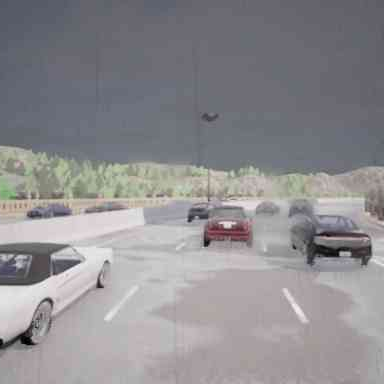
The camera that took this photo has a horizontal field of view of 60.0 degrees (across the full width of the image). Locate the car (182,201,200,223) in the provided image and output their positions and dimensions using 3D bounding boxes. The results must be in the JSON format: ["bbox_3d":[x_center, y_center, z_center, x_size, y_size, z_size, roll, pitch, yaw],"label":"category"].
[{"bbox_3d":[1.068,1.630,26.809,1.837,1.490,4.892,0,0,18],"label":"car"}]

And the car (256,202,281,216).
[{"bbox_3d":[8.270,1.752,35.918,2.033,1.411,5.357,0,0,25],"label":"car"}]

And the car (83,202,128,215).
[{"bbox_3d":[-8.313,1.682,32.628,2.033,1.411,5.357,0,0,19],"label":"car"}]

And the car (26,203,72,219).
[{"bbox_3d":[-12.764,1.666,29.968,1.994,1.385,4.181,0,0,17],"label":"car"}]

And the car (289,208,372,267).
[{"bbox_3d":[4.694,1.553,11.801,2.128,1.511,4.902,0,0,9],"label":"car"}]

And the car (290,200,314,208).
[{"bbox_3d":[11.143,1.548,33.599,2.097,1.767,4.553,0,0,24],"label":"car"}]

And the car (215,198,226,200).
[{"bbox_3d":[5.491,1.977,66.317,2.128,1.511,4.902,0,-1,32],"label":"car"}]

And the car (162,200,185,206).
[{"bbox_3d":[-1.800,1.680,39.410,1.882,1.535,5.008,0,-1,25],"label":"car"}]

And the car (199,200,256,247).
[{"bbox_3d":[1.821,1.420,15.651,2.097,1.767,4.553,0,0,10],"label":"car"}]

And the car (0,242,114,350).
[{"bbox_3d":[-3.028,1.610,6.349,1.895,1.301,4.718,0,0,4],"label":"car"}]
